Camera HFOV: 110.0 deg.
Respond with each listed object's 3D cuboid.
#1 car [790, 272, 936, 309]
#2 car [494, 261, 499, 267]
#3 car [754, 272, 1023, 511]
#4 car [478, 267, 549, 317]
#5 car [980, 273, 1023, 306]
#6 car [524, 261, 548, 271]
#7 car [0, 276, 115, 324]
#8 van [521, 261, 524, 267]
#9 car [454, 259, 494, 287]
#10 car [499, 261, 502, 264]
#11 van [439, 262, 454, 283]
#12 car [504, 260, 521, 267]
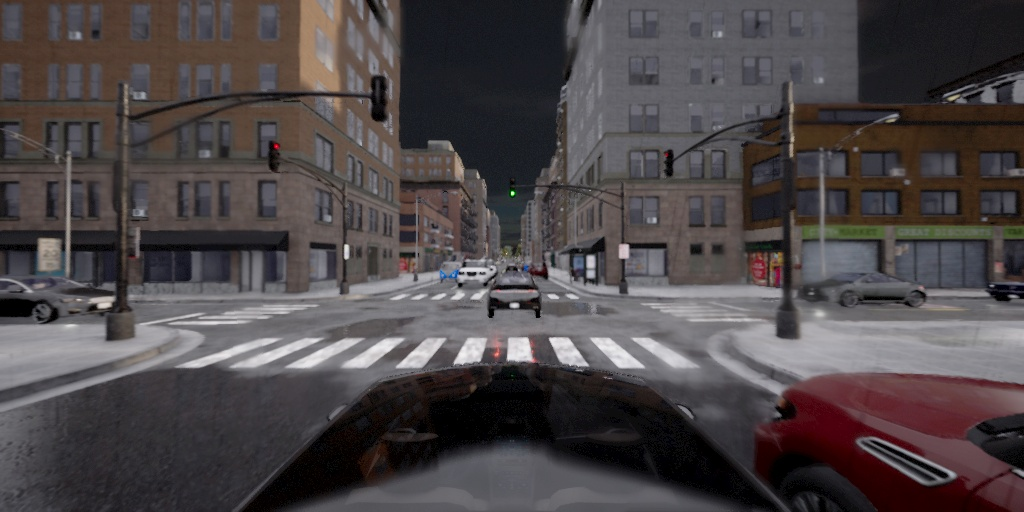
[{"bbox_3d":[14.652,1.393,15.180,4.181,1.385,1.994,0,-1,0],"label":"car"},{"bbox_3d":[-2.860,1.383,38.393,2.150,2.045,5.566,0,-1,0],"label":"car"},{"bbox_3d":[2.639,1.048,0.297,2.192,1.841,5.009,0,0,0],"label":"car"},{"bbox_3d":[0.086,1.370,13.756,2.128,1.511,4.902,0,-1,0],"label":"car"},{"bbox_3d":[23.432,1.392,15.196,4.718,1.301,1.895,0,-1,0],"label":"car"},{"bbox_3d":[2.697,1.467,37.665,2.192,1.841,5.009,0,0,0],"label":"car"},{"bbox_3d":[-16.247,1.426,12.168,4.902,1.511,2.128,0,-1,0],"label":"car"},{"bbox_3d":[2.677,1.674,53.883,1.690,1.789,3.998,0,0,0],"label":"van"},{"bbox_3d":[-2.859,1.266,27.970,2.150,2.045,5.566,0,-1,0],"label":"car"},{"bbox_3d":[-2.848,1.770,48.844,2.128,1.511,4.902,0,-1,0],"label":"car"},{"bbox_3d":[-5.415,1.434,32.256,1.690,1.789,3.998,0,0,0],"label":"van"},{"bbox_3d":[-0.014,1.842,56.639,1.882,1.535,5.008,0,-1,0],"label":"car"}]
